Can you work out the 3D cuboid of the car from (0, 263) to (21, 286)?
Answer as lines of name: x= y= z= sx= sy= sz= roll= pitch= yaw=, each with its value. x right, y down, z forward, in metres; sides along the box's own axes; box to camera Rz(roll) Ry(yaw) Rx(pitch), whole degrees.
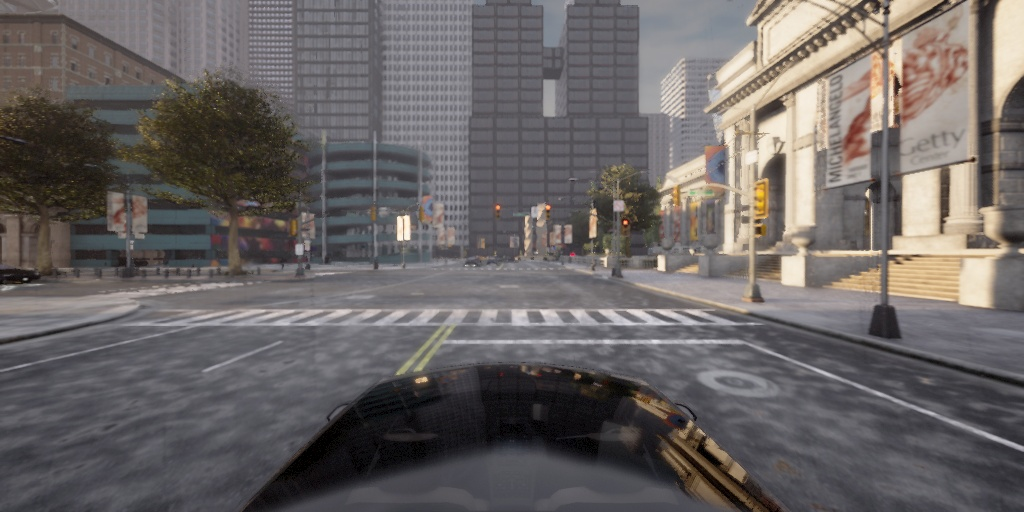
car: x=-31.711 y=1.118 z=20.164 sx=4.902 sy=1.511 sz=2.128 roll=0 pitch=0 yaw=0

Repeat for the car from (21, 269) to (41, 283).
car: x=-34.761 y=1.152 z=23.654 sx=5.357 sy=1.411 sz=2.033 roll=0 pitch=0 yaw=0

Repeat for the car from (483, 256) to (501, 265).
car: x=-3.557 y=0.880 z=64.497 sx=2.033 sy=1.411 sz=5.357 roll=0 pitch=0 yaw=0

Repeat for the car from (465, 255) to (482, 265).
car: x=-7.054 y=0.889 z=63.227 sx=2.033 sy=1.411 sz=5.357 roll=0 pitch=0 yaw=0
